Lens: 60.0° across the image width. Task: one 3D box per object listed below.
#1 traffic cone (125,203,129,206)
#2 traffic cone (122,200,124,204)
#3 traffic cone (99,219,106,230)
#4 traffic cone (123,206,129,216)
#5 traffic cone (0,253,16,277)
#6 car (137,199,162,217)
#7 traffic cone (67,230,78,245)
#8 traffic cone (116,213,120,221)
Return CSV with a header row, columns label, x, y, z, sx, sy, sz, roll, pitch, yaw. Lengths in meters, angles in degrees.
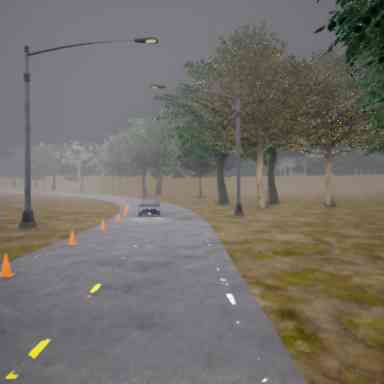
label,x,y,z,sx,sy,sz,roll,pitch,yaw
traffic cone,-6.418,1.638,33.327,0.340,0.580,0.340,-1,1,-10
traffic cone,-8.524,1.470,42.827,0.340,0.580,0.340,-1,1,-15
traffic cone,-5.036,1.828,18.798,0.340,0.580,0.340,0,1,-1
traffic cone,-5.718,1.710,28.508,0.340,0.580,0.340,-1,1,-7
traffic cone,-4.922,1.916,8.817,0.340,0.580,0.340,0,0,-1
car,-3.614,1.285,28.545,2.033,1.411,5.357,-1,1,-7
traffic cone,-4.977,1.876,13.820,0.340,0.580,0.340,0,1,-1
traffic cone,-5.257,1.773,23.662,0.340,0.580,0.340,0,1,-4
